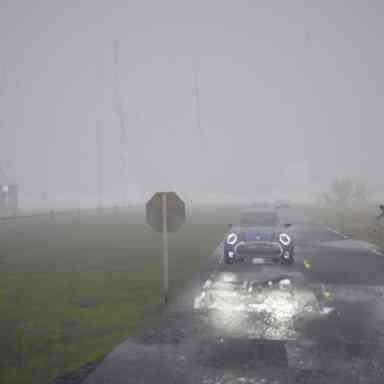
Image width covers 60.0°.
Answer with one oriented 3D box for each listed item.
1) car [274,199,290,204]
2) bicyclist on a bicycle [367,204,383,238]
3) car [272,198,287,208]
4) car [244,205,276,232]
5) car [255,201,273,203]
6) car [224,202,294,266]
[{"bbox_3d":[12.662,1.821,46.502,1.895,1.301,4.718,-1,-1,12],"label":"car"},{"bbox_3d":[9.402,1.422,16.162,1.656,1.620,0.582,-2,-1,12],"label":"bicyclist on a bicycle"},{"bbox_3d":[14.684,1.838,56.179,2.033,1.411,5.357,-1,-1,11],"label":"car"},{"bbox_3d":[4.509,1.663,21.907,1.812,1.442,4.674,-1,-1,12],"label":"car"},{"bbox_3d":[7.575,1.715,36.474,2.128,1.511,4.902,-1,0,12],"label":"car"},{"bbox_3d":[2.400,1.432,11.920,2.097,1.767,4.553,-1,-1,12],"label":"car"}]
